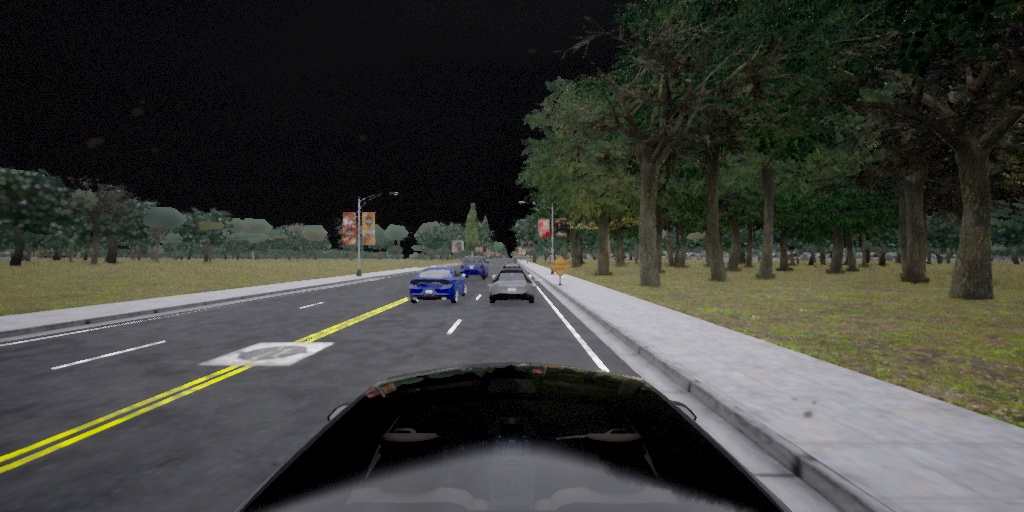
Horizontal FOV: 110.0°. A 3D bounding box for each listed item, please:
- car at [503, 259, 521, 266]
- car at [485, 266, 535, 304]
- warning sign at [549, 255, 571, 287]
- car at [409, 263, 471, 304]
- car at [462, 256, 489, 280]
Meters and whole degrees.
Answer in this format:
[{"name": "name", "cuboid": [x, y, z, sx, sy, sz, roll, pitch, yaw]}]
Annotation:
[{"name": "car", "cuboid": [0.000, 1.270, 31.501, 2.128, 1.511, 4.902, 0, 0, 0]}, {"name": "car", "cuboid": [0.000, 1.330, 16.500, 1.994, 1.385, 4.181, 0, 0, 0]}, {"name": "warning sign", "cuboid": [2.850, 0.876, 21.226, 1.300, 1.860, 1.060, 0, 0, 0]}, {"name": "car", "cuboid": [-3.250, 1.242, 16.500, 1.882, 1.535, 5.008, 0, 0, 0]}, {"name": "car", "cuboid": [-3.250, 1.032, 31.532, 2.150, 2.045, 5.566, 0, 0, 0]}]
